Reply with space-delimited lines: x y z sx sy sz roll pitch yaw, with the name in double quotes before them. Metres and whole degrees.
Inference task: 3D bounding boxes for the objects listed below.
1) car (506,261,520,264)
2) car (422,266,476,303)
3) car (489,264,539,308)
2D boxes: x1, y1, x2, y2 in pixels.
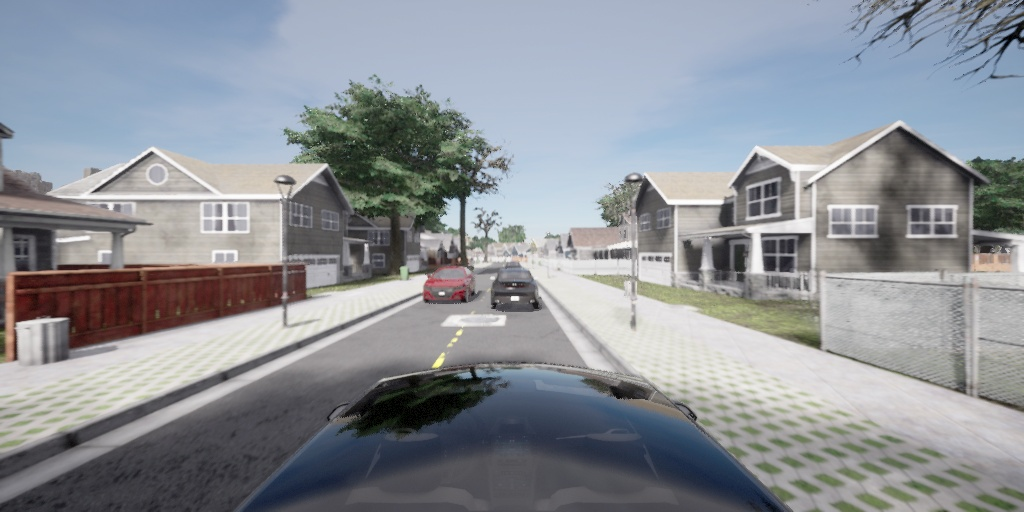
"car" 0.107 1.290 36.275 1.837 1.490 4.892 0 0 0
"car" -2.822 1.246 16.951 1.882 1.535 5.008 0 0 0
"car" 0.104 1.271 15.195 1.837 1.490 4.892 0 0 0
